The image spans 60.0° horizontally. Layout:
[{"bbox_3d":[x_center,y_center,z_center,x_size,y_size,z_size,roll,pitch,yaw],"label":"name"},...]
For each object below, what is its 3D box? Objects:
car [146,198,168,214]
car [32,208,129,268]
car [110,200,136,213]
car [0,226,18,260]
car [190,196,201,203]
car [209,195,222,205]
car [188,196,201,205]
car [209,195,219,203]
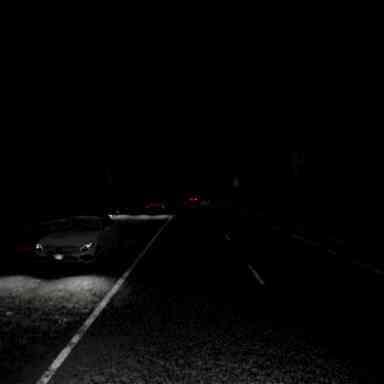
[{"bbox_3d":[-3.526,1.415,34.201,1.882,1.535,5.008,0,0,0],"label":"car"},{"bbox_3d":[-3.618,1.496,11.360,1.812,1.442,4.674,0,0,0],"label":"car"},{"bbox_3d":[-7.026,1.501,34.225,2.033,1.411,5.357,0,0,0],"label":"car"},{"bbox_3d":[-7.122,1.523,9.580,2.033,1.411,5.357,0,0,-1],"label":"car"},{"bbox_3d":[0.771,1.432,64.071,1.895,1.301,4.718,0,0,3],"label":"car"},{"bbox_3d":[3.833,1.362,53.607,1.837,1.490,4.892,0,0,2],"label":"car"},{"bbox_3d":[0.334,1.349,53.689,2.128,1.511,4.902,0,0,2],"label":"car"},{"bbox_3d":[4.263,1.356,63.843,1.812,1.442,4.674,0,0,3],"label":"car"}]
